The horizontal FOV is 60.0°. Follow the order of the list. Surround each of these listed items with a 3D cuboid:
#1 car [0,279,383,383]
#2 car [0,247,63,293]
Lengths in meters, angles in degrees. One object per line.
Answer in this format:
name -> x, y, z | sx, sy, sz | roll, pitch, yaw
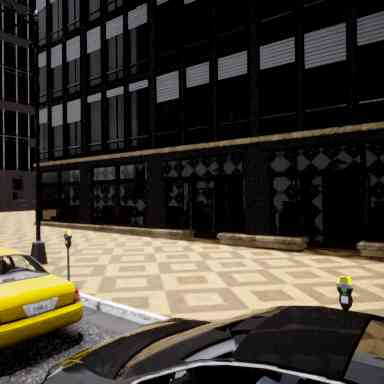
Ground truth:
car -> 0.703, 1.566, 2.345 | 4.313, 1.339, 1.947 | 0, -1, 35
car -> -3.932, 1.527, 5.859 | 4.829, 1.417, 1.752 | 0, -1, 35
